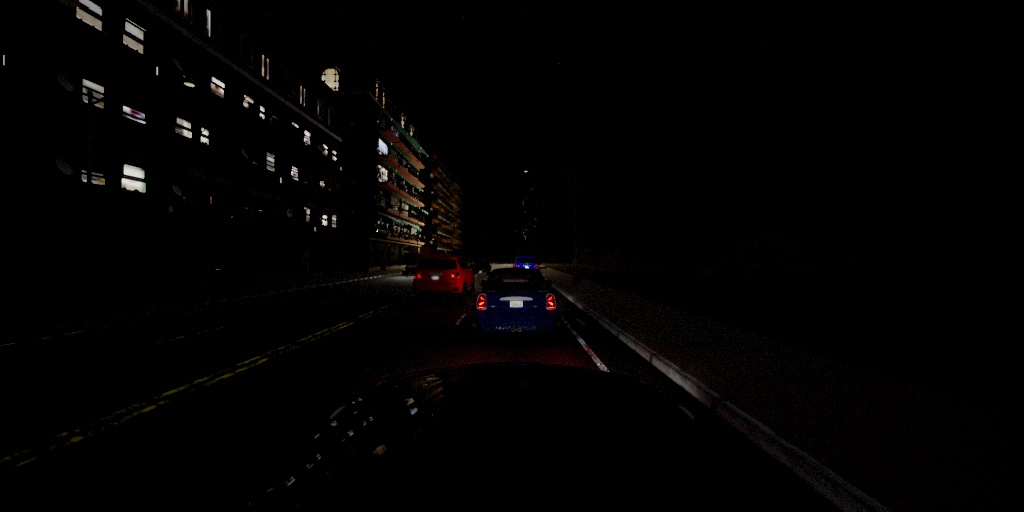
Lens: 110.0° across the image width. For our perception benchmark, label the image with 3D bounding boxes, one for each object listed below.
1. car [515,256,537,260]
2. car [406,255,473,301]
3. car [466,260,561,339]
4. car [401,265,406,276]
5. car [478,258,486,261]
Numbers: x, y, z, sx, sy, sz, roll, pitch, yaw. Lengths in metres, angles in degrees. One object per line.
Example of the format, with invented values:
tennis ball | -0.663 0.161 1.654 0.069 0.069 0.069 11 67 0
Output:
car | 1.151 0.978 30.148 2.150 2.045 5.566 0 0 0
car | -3.144 0.975 17.405 2.150 2.045 5.566 0 0 0
car | 0.103 1.103 10.195 2.097 1.767 4.553 0 0 0
car | -9.833 1.279 36.917 1.812 1.442 4.674 0 0 0
car | -3.132 1.260 38.206 1.837 1.490 4.892 0 0 0
